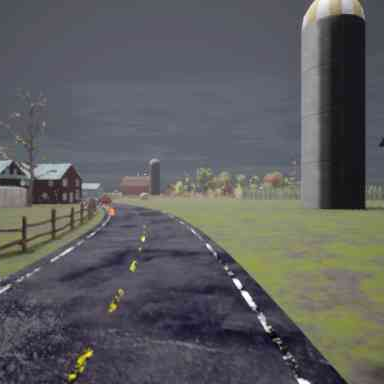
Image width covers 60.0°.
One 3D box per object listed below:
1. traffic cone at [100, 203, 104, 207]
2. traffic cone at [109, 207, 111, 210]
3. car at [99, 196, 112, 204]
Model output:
[{"bbox_3d":[-13.659,2.013,51.746,0.340,0.580,0.340,0,0,-21],"label":"traffic cone"},{"bbox_3d":[-7.825,1.977,32.979,0.340,0.580,0.340,0,0,-13],"label":"traffic cone"},{"bbox_3d":[-16.807,1.557,64.416,1.882,1.535,5.008,0,0,-25],"label":"car"}]
